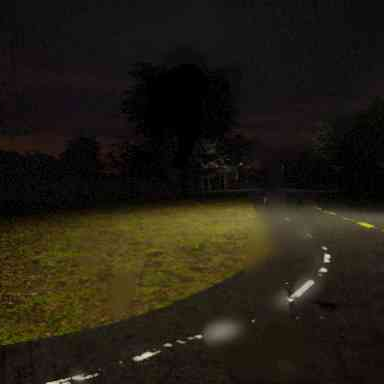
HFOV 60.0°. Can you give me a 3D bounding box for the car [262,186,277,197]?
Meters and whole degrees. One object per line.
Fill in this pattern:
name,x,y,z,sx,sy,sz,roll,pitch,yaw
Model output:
car,11.472,-0.070,49.451,1.837,1.490,4.892,1,2,9
